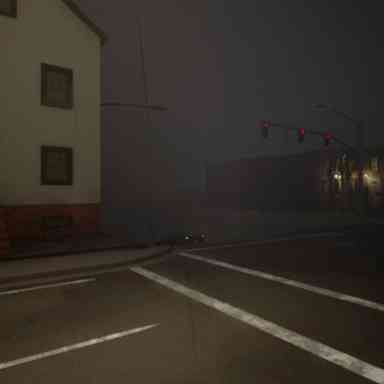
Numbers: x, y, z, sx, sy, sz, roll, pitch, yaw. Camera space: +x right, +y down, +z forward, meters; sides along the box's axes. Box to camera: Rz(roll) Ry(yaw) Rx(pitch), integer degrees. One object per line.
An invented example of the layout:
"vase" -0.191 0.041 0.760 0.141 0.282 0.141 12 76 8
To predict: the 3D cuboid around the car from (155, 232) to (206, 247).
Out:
"car" -0.977 3.795 25.695 1.895 1.301 4.718 -1 -12 -36
